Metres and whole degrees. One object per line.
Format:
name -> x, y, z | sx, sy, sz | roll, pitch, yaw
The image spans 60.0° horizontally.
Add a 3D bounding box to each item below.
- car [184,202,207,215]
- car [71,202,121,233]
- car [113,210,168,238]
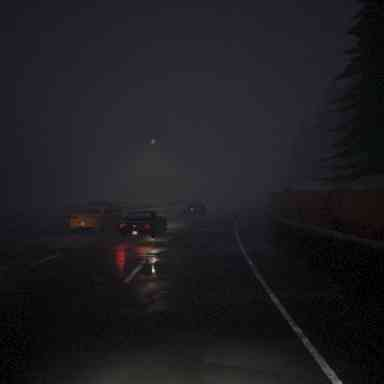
car -> 0.420, 1.800, 36.847 | 1.994, 1.385, 4.181 | 0, 0, 13
car -> -5.839, 1.635, 21.073 | 1.882, 1.535, 5.008 | 0, 0, 6
car -> -2.608, 1.731, 18.676 | 1.895, 1.301, 4.718 | 0, 0, 6
